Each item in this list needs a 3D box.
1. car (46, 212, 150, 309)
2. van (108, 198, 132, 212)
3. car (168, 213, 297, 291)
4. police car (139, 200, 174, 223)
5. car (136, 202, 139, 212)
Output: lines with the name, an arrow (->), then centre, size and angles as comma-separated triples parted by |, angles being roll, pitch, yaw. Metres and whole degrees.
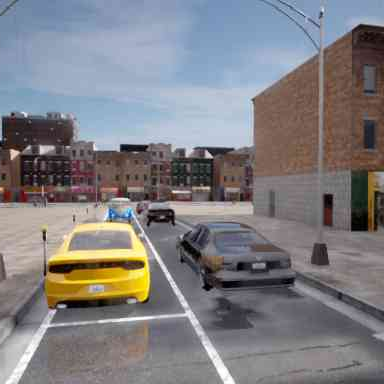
car -> -2.122, 1.477, 8.024 | 1.882, 1.535, 5.008 | 0, 0, -12
van -> -5.313, 1.344, 24.570 | 1.690, 1.788, 3.998 | -1, 0, -12
car -> 0.817, 1.546, 9.167 | 2.033, 1.411, 5.357 | 0, 0, -12
police car -> -2.470, 1.428, 23.935 | 1.930, 1.638, 5.238 | 0, 0, -12
car -> -4.976, 1.574, 36.026 | 1.994, 1.385, 4.181 | 0, 0, -12
